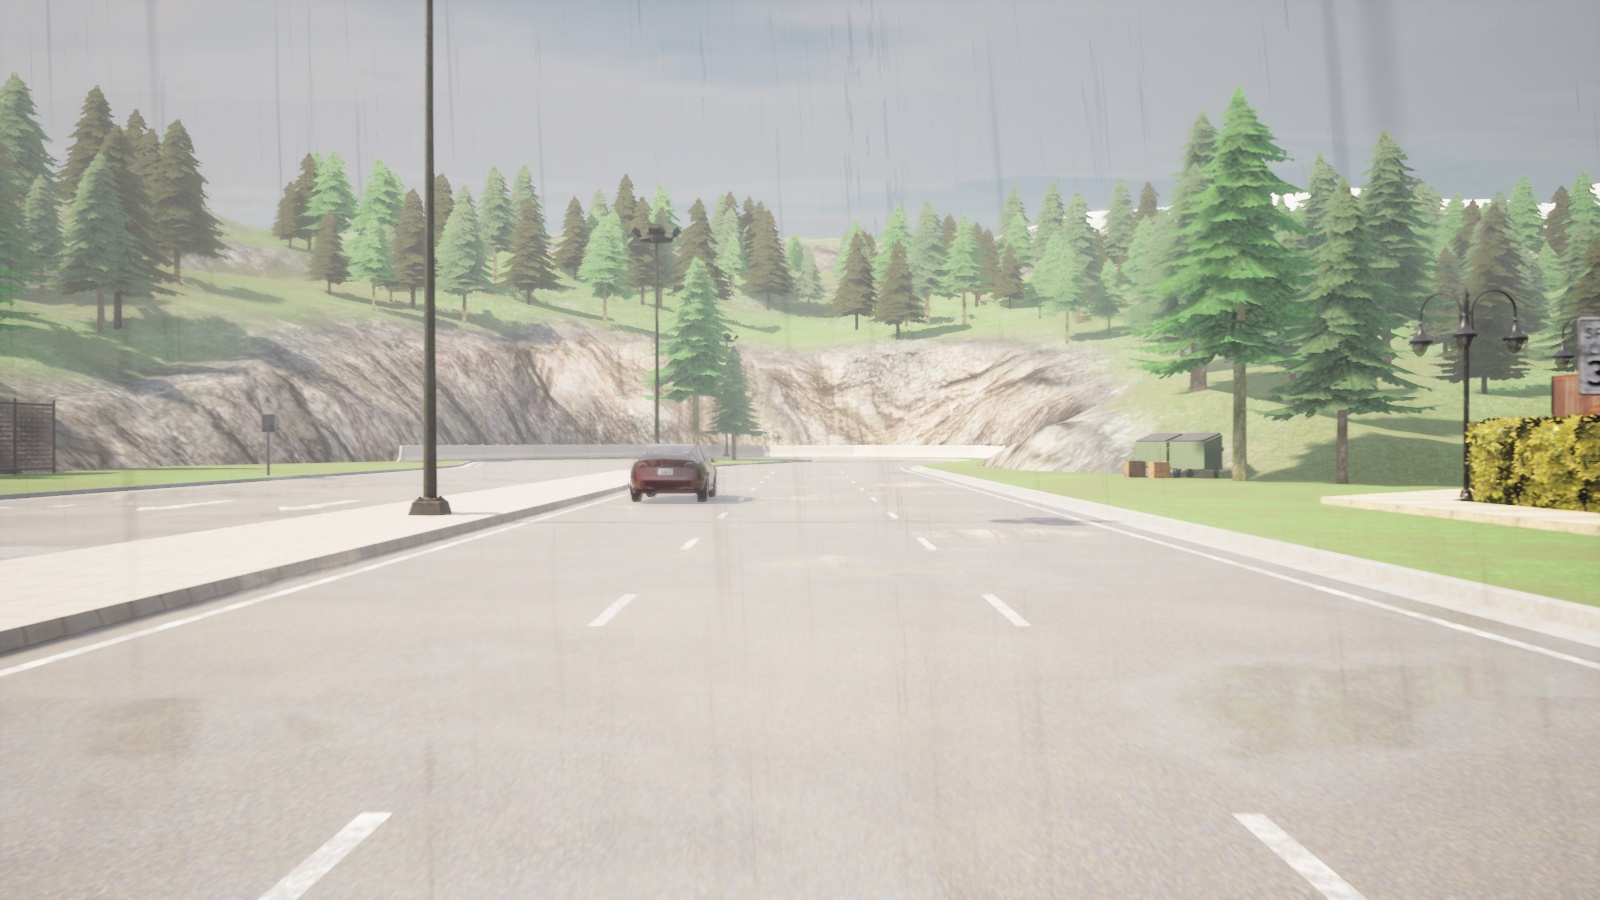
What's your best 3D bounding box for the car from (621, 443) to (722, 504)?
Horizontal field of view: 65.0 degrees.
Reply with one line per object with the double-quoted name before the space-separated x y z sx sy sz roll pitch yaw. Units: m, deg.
"car" -3.296 0.556 33.247 2.163 1.488 4.792 0 0 0
